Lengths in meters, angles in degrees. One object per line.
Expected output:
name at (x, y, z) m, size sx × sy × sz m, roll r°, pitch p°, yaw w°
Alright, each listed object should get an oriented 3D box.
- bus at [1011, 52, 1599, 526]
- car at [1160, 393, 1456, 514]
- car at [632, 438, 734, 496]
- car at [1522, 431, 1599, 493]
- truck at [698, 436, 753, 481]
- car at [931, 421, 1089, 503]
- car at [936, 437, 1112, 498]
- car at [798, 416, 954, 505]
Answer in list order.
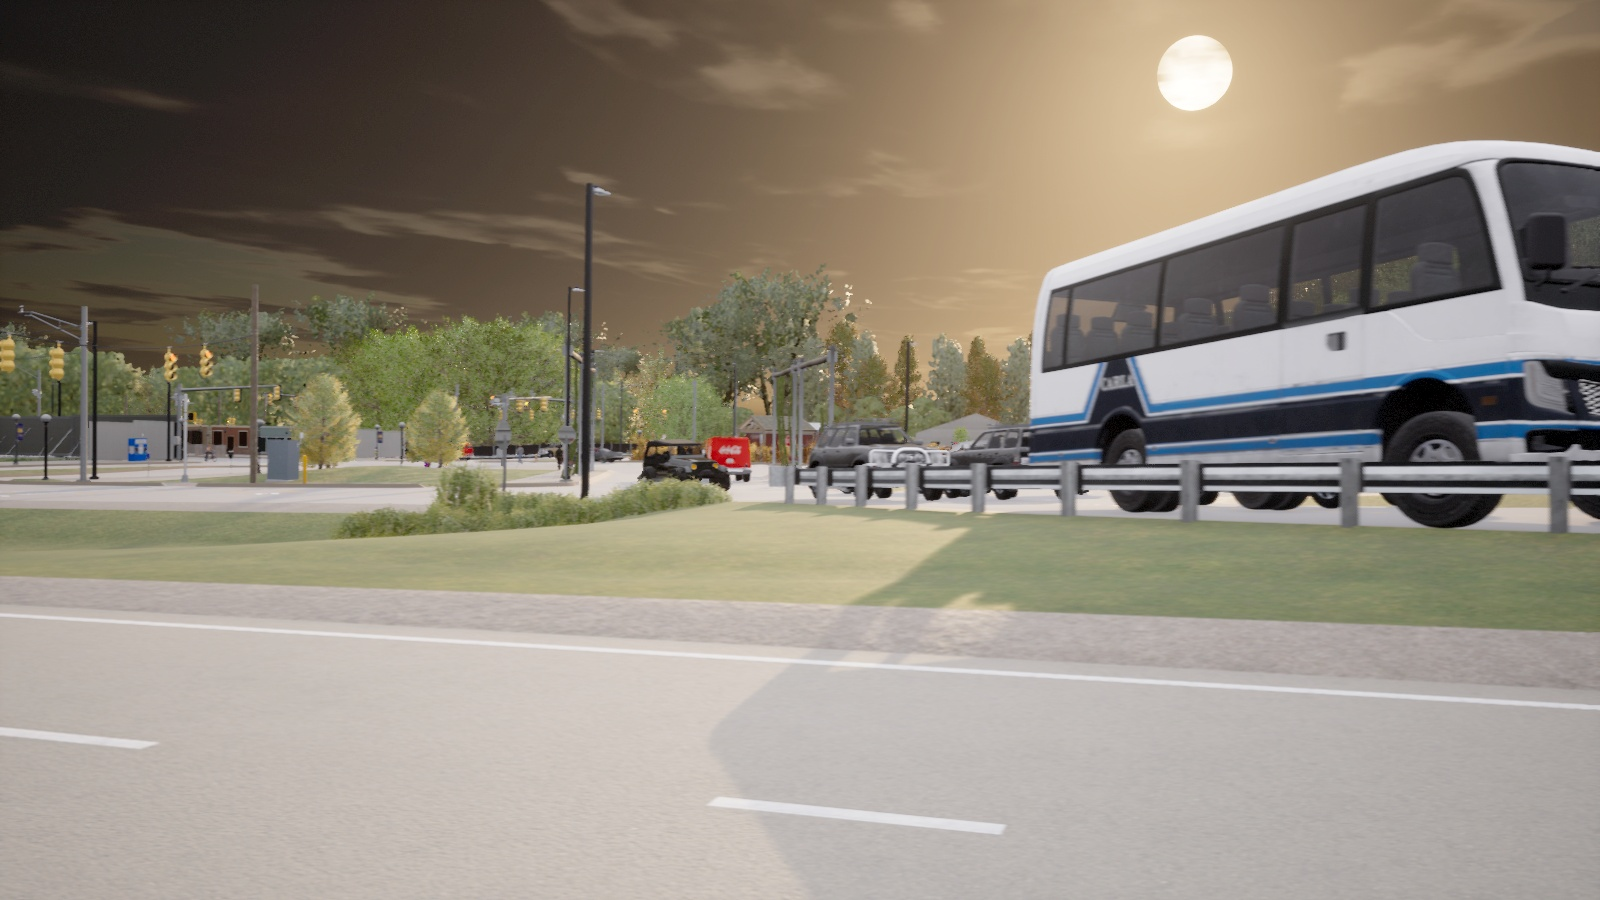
bus at (7.126, -1.207, 16.728) m, size 3.944 × 4.253 × 10.273 m, roll 2°, pitch -3°, yaw -19°
car at (8.567, 0.121, 21.666) m, size 1.932 × 1.855 × 4.605 m, roll 1°, pitch -2°, yaw -26°
car at (-4.088, 0.544, 43.379) m, size 1.905 × 1.878 × 3.866 m, roll -1°, pitch 1°, yaw -34°
car at (20.833, 0.234, 31.230) m, size 4.674 × 1.442 × 1.812 m, roll -2°, pitch 0°, yaw 19°
truck at (-4.303, 0.520, 72.000) m, size 2.627 × 2.467 × 5.204 m, roll 1°, pitch -1°, yaw -9°
car at (5.059, 0.336, 30.928) m, size 1.932 × 1.855 × 4.605 m, roll 1°, pitch -2°, yaw -18°
car at (6.475, 0.484, 36.189) m, size 4.611 × 1.667 × 2.242 m, roll -1°, pitch 0°, yaw 22°
car at (1.621, 0.230, 28.668) m, size 1.932 × 1.855 × 4.605 m, roll 1°, pitch 0°, yaw -18°
